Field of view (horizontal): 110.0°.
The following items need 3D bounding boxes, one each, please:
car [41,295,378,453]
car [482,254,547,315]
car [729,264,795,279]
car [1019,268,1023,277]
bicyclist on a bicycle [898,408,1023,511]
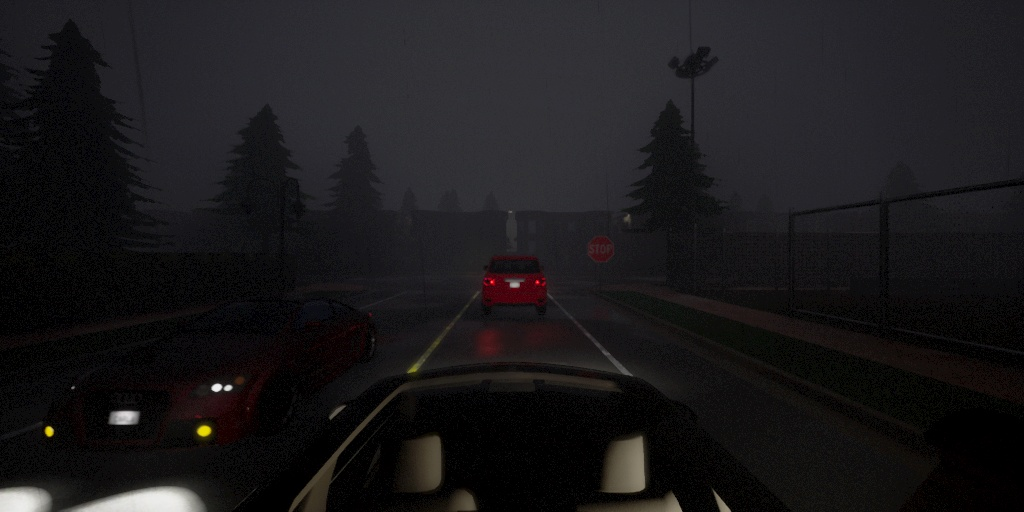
[{"bbox_3d":[-3.586,1.303,5.296,1.994,1.385,4.181,0,0,0],"label":"car"},{"bbox_3d":[0.075,0.952,13.684,2.150,2.045,5.566,0,1,0],"label":"car"},{"bbox_3d":[21.596,1.310,31.178,4.718,1.301,1.895,0,0,0],"label":"car"},{"bbox_3d":[47.583,1.255,31.315,4.902,1.511,2.128,0,0,0],"label":"car"},{"bbox_3d":[1.418,1.254,0.982,1.656,1.620,0.582,2,1,-1],"label":"bicyclist on a bicycle"}]
